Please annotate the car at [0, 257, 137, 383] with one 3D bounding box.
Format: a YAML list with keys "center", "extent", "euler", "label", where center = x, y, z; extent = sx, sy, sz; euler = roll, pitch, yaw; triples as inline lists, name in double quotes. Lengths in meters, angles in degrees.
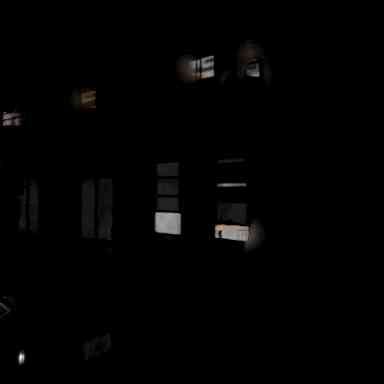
- center: [-2.641, 1.598, 4.549]
  extent: [4.313, 1.339, 1.947]
  euler: [0, 0, 35]
  label: "car"
